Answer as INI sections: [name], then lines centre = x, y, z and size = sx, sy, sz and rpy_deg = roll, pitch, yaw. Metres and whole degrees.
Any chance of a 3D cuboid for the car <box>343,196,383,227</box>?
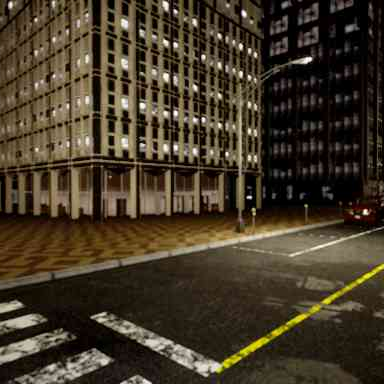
[car]
centre = 11.816, 1.196, 22.099
size = 2.192, 1.841, 5.009
rpy_deg = 0, 0, 43
